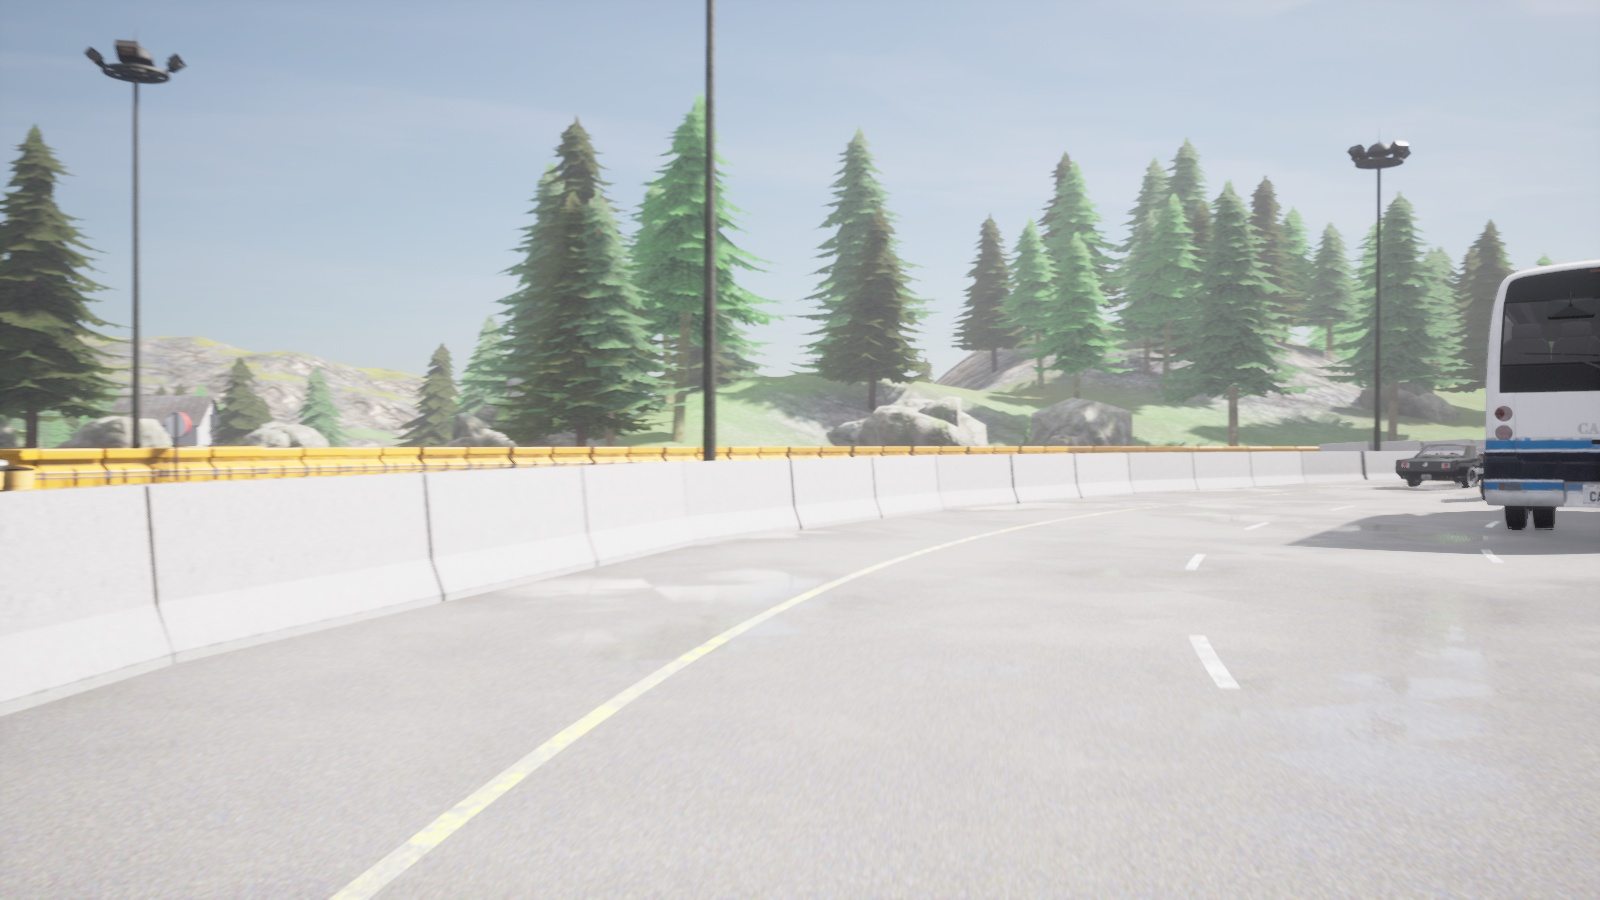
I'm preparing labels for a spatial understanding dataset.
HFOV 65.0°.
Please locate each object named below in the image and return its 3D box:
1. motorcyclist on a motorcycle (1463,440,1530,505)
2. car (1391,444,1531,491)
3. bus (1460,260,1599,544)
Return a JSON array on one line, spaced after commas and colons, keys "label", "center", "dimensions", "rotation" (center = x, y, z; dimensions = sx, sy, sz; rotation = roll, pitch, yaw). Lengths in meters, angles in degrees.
[{"label": "motorcyclist on a motorcycle", "center": [17.321, 0.527, 31.206], "dimensions": [2.191, 1.530, 0.866], "rotation": [-1, 1, -45]}, {"label": "car", "center": [20.072, 0.488, 38.061], "dimensions": [4.718, 1.301, 1.895], "rotation": [-1, 1, -37]}, {"label": "bus", "center": [14.869, -0.750, 23.071], "dimensions": [3.944, 4.253, 10.273], "rotation": [0, 0, 33]}]
